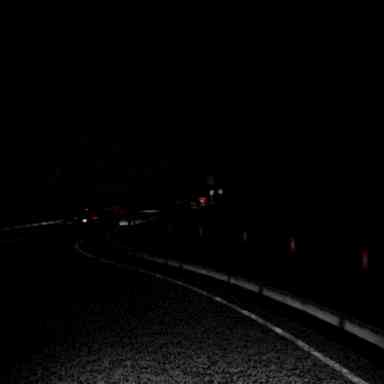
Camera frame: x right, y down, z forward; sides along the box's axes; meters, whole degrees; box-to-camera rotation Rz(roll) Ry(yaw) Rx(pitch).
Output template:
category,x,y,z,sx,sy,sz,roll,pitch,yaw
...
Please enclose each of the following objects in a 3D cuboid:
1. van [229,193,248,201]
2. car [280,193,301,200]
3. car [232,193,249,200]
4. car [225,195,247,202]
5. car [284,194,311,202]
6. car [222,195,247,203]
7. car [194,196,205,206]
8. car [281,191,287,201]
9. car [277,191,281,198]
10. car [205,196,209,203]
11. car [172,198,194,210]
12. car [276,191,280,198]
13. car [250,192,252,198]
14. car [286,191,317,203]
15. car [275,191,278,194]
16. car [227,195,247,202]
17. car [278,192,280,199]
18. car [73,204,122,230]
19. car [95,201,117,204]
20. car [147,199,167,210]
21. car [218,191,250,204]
category,x,y,z,sx,sy,sz,roll,pitch,yaw
van,11.693,1.190,83.392,4.442,1.987,1.878,-1,0,11
car,23.969,1.163,81.121,4.792,1.488,2.163,-1,0,11
car,13.735,1.258,94.509,4.553,1.767,2.185,-1,0,11
car,9.990,1.484,75.088,4.674,1.452,2.002,-1,0,11
car,21.298,1.175,67.257,4.892,1.521,2.231,-1,0,11
car,8.925,1.459,69.538,5.008,1.535,2.097,-1,0,11
car,0.370,1.718,58.860,2.128,1.511,4.902,-1,0,11
car,20.751,0.929,64.612,5.566,2.045,2.435,-1,0,11
car,23.404,1.143,78.353,5.008,1.535,2.097,-1,0,11
car,2.379,1.553,68.799,1.882,1.535,5.008,-1,0,11
car,-1.552,1.723,48.996,1.882,1.535,5.008,-1,0,12
car,24.497,1.125,84.021,5.008,1.535,2.097,-1,0,11
car,12.994,1.394,91.775,5.366,1.575,1.946,-1,0,11
car,19.634,1.057,58.941,4.553,1.767,2.185,-1,1,11
car,25.581,0.981,89.562,4.553,1.767,2.185,-1,0,11
car,10.526,1.476,77.862,4.674,1.452,2.002,-1,0,11
car,22.874,1.151,75.580,5.008,1.535,2.097,-1,0,11
car,-6.676,1.848,23.744,1.994,1.385,4.181,-1,0,10
car,-8.564,1.703,32.179,2.097,1.767,4.553,-1,0,12
car,-5.086,1.815,48.801,2.128,1.511,4.902,-1,0,12
car,7.835,1.218,63.991,5.566,2.045,2.435,-1,0,11
